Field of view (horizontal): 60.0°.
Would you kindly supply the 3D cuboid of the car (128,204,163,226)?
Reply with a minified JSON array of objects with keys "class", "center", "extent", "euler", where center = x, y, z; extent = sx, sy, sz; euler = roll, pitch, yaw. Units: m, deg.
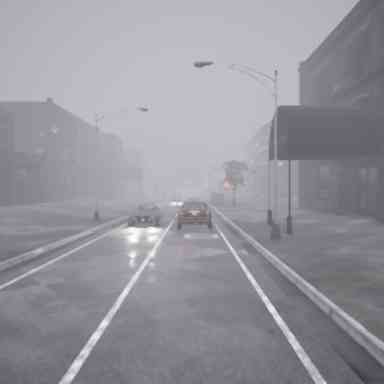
[{"class":"car","center":[-3.030,1.495,22.376],"extent":[1.994,1.385,4.181],"euler":[0,0,0]}]

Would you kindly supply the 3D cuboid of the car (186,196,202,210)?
[{"class":"car","center":[0.223,1.329,40.322],"extent":[1.837,1.490,4.892],"euler":[0,0,0]}]

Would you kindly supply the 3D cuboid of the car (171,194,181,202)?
[{"class":"car","center":[-2.826,1.144,63.340],"extent":[2.128,1.511,4.902],"euler":[0,0,1]}]

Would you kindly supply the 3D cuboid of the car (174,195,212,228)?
[{"class":"car","center":[0.165,1.283,21.734],"extent":[2.097,1.767,4.553],"euler":[0,0,0]}]
